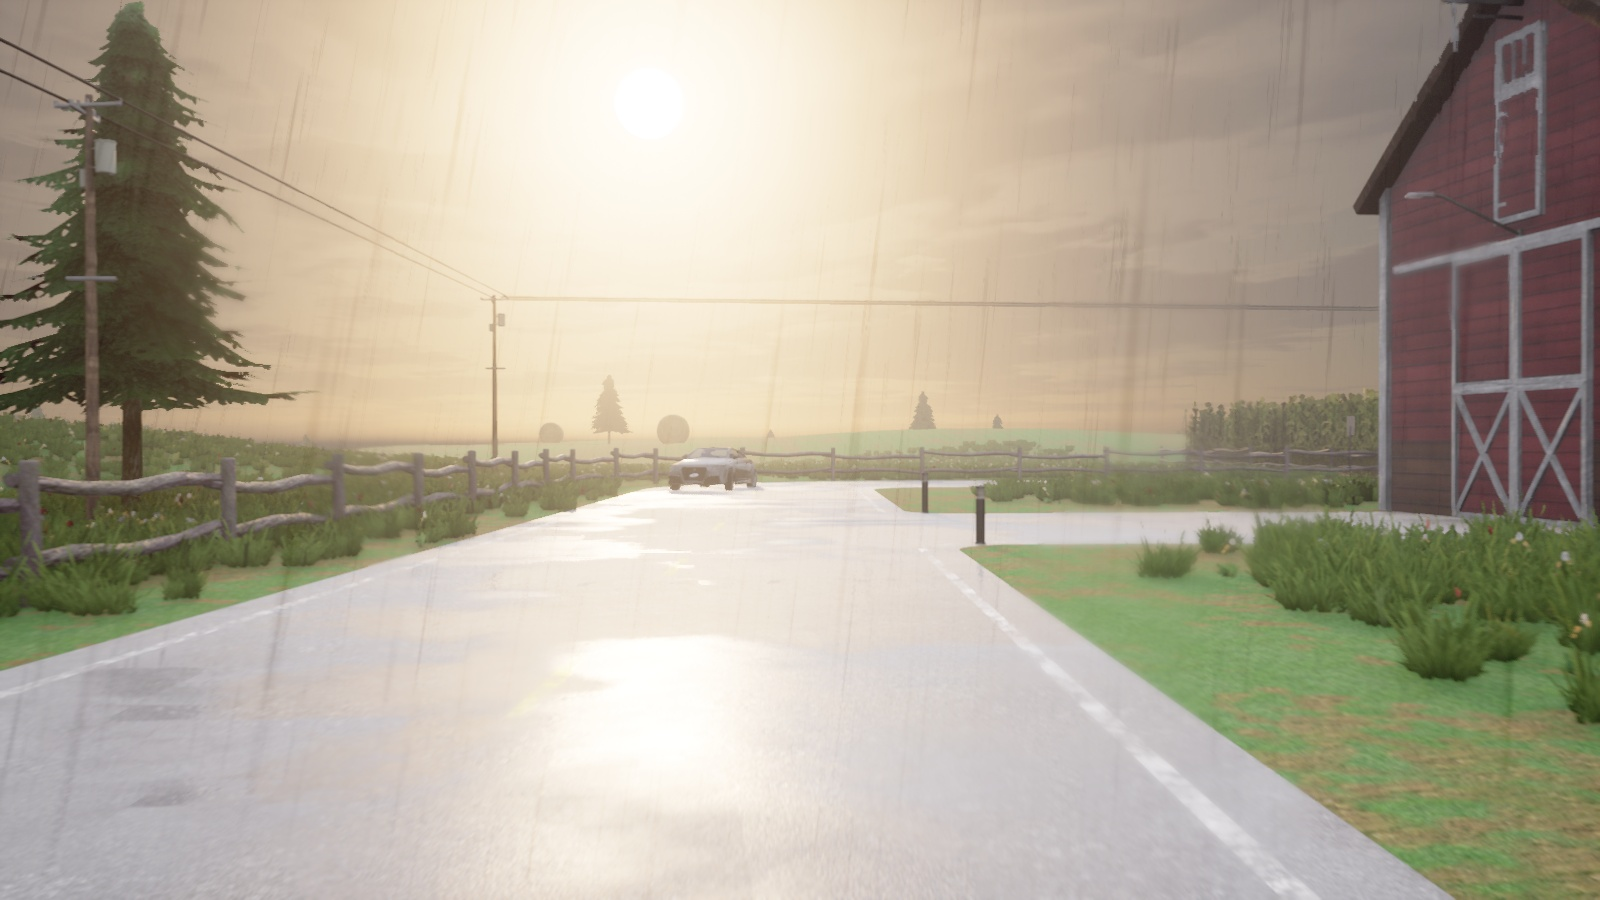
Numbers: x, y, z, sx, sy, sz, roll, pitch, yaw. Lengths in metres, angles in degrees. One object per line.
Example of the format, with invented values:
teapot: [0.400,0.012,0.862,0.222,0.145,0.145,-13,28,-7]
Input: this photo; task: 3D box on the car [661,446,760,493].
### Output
car: [-2.789,0.581,40.227,1.994,1.385,4.181,0,0,13]
